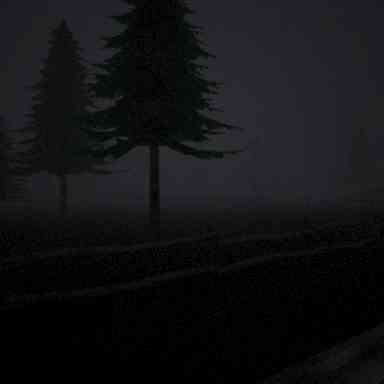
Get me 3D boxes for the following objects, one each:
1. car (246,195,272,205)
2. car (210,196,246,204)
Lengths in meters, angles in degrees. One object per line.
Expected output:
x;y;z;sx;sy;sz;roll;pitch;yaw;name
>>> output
11.094;1.349;56.715;4.892;1.490;1.837;0;0;30;car
5.758;1.410;55.770;5.357;1.411;2.033;0;0;23;car
